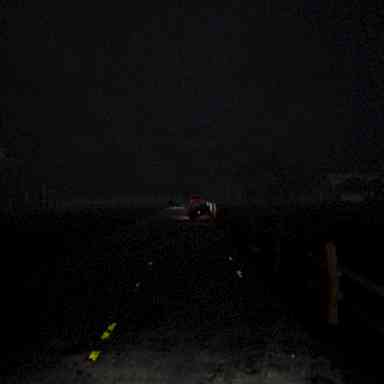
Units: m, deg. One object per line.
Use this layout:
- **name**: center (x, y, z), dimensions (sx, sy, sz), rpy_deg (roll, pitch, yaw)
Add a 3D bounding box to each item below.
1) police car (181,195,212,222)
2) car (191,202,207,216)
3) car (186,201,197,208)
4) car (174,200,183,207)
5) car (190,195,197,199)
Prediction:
- **police car**: center (0.485, 1.532, 29.792), dimensions (1.930, 1.638, 5.238), rpy_deg (-25, -1, 0)
- **car**: center (0.805, 2.007, 39.667), dimensions (1.812, 1.442, 4.674), rpy_deg (0, -1, 0)
- **car**: center (-0.033, 2.463, 65.893), dimensions (2.033, 1.411, 5.357), rpy_deg (0, -1, 0)
- **car**: center (-2.786, 2.529, 71.823), dimensions (1.837, 1.490, 4.892), rpy_deg (0, -1, 0)
- **car**: center (0.655, 1.634, 45.719), dimensions (2.150, 2.045, 5.566), rpy_deg (-8, -7, 0)
